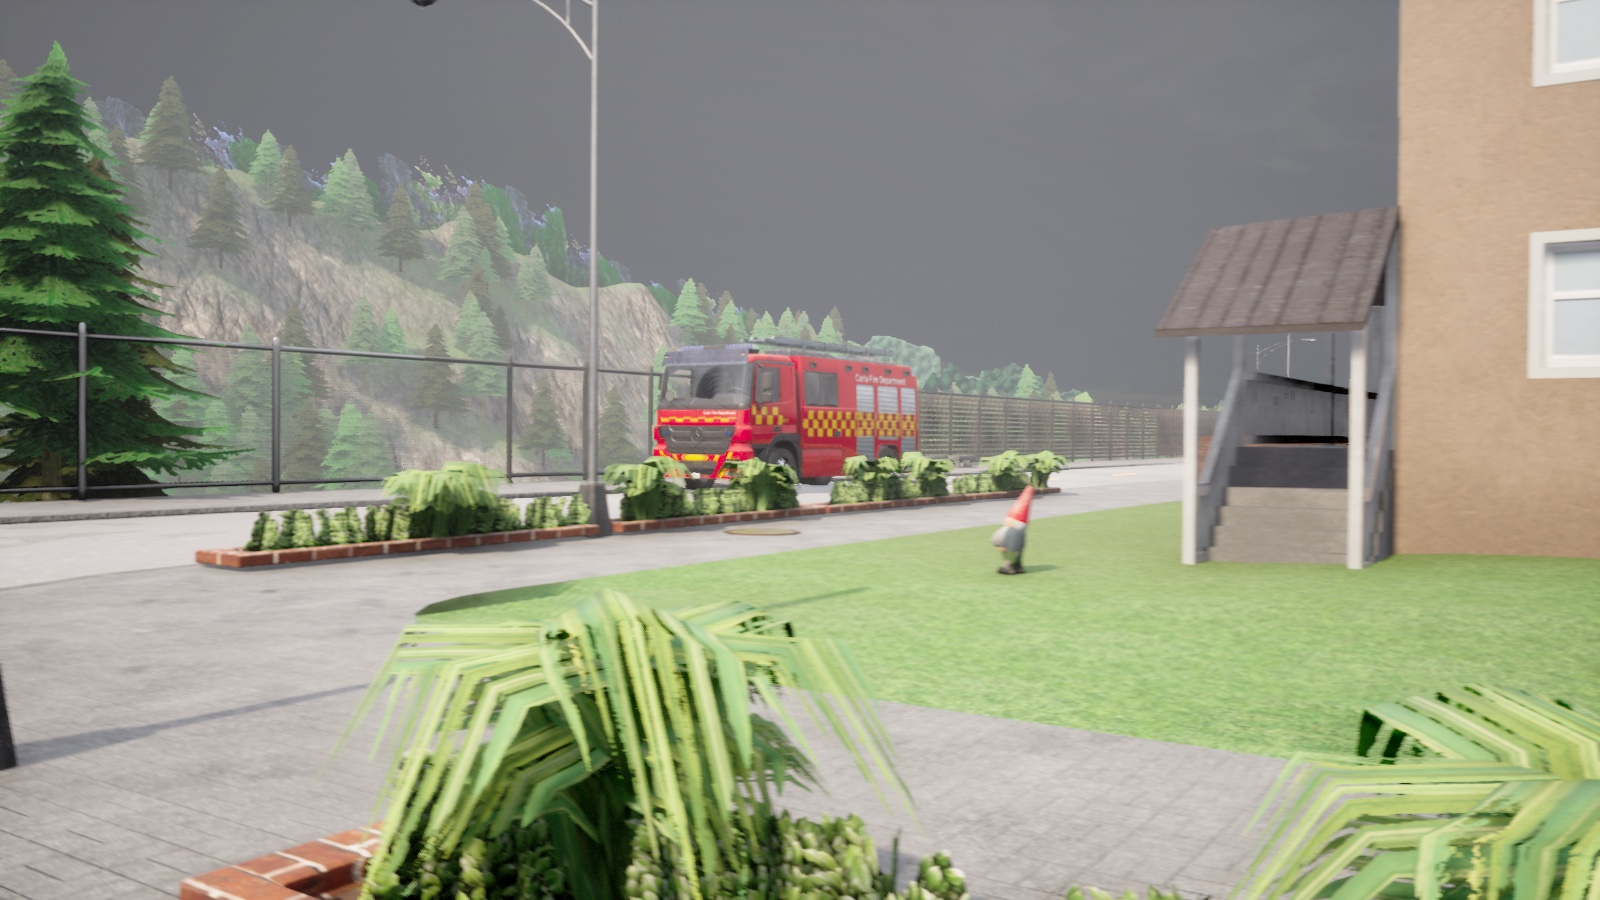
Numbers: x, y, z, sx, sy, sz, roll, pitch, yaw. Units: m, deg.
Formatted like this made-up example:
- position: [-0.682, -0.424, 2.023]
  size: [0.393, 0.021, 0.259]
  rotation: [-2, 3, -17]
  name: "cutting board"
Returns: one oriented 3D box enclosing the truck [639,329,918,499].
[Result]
- position: [-0.241, -0.874, 32.478]
  size: [2.891, 3.827, 8.468]
  rotation: [0, 1, 34]
  name: "truck"
